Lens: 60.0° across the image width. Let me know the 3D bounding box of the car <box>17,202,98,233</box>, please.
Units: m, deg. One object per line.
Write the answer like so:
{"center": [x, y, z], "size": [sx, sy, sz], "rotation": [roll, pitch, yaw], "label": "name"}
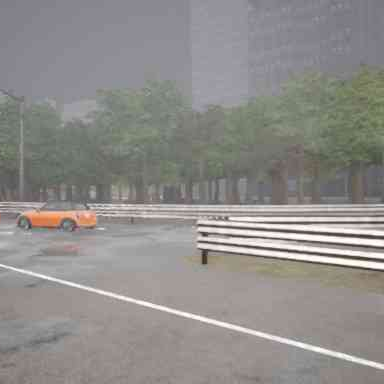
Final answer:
{"center": [-7.927, 1.362, 19.522], "size": [4.553, 1.767, 2.097], "rotation": [0, 0, 19], "label": "car"}
